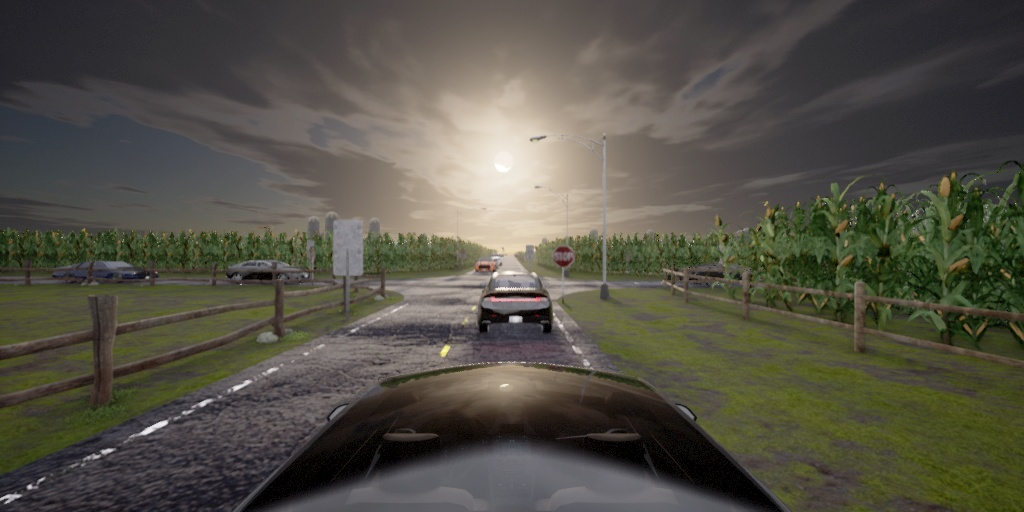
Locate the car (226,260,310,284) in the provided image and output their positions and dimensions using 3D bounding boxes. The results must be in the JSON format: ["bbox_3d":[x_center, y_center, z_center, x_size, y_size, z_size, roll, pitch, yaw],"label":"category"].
[{"bbox_3d":[-15.748,1.009,23.270,4.902,1.511,2.128,0,0,2],"label":"car"}]

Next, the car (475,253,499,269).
[{"bbox_3d":[-2.922,0.857,40.121,2.097,1.767,4.553,0,0,0],"label":"car"}]

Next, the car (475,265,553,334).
[{"bbox_3d":[0.080,1.189,10.439,2.128,1.511,4.902,0,0,0],"label":"car"}]

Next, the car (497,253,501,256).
[{"bbox_3d":[-2.897,0.566,63.701,2.150,2.045,5.566,0,0,0],"label":"car"}]

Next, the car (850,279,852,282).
[{"bbox_3d":[25.017,1.297,25.944,4.892,1.490,1.837,0,0,0],"label":"car"}]

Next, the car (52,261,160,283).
[{"bbox_3d":[-26.423,1.007,23.388,5.357,1.411,2.033,0,0,0],"label":"car"}]

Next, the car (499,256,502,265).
[{"bbox_3d":[-2.927,0.982,50.825,2.033,1.411,5.357,0,0,0],"label":"car"}]

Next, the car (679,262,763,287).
[{"bbox_3d":[13.827,1.209,23.134,4.892,1.490,1.837,0,-1,0],"label":"car"}]
